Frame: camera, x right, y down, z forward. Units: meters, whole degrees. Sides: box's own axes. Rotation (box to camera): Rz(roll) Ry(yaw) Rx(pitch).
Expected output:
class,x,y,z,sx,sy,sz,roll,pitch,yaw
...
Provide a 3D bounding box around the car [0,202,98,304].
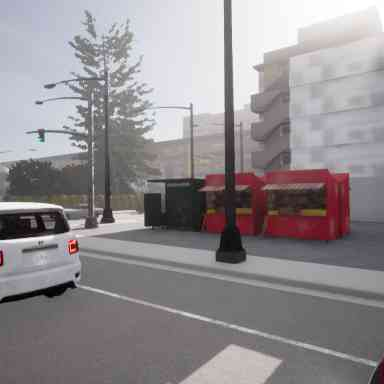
class,x,y,z,sx,sy,sz,roll,pitch,yaw
car,-4.811,1.234,7.382,5.566,2.045,2.150,0,0,36

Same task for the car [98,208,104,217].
class,x,y,z,sx,sy,sz,roll,pitch,yaw
car,-10.147,1.733,29.428,1.895,1.301,4.718,-1,-1,36

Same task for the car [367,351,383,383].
class,x,y,z,sx,sy,sz,roll,pitch,yaw
car,3.439,1.601,1.531,4.718,1.301,1.895,0,0,35

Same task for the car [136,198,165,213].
class,x,y,z,sx,sy,sz,roll,pitch,yaw
car,-4.185,1.483,37.641,2.097,1.767,4.553,-1,-1,36
